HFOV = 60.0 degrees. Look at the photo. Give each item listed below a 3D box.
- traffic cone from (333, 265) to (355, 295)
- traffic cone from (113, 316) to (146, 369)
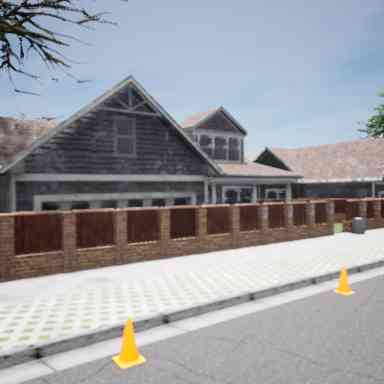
[{"bbox_3d":[3.317,1.895,7.261,0.340,0.580,0.340,-1,0,-34],"label":"traffic cone"},{"bbox_3d":[-0.833,1.937,4.408,0.340,0.580,0.340,-1,0,-35],"label":"traffic cone"}]
